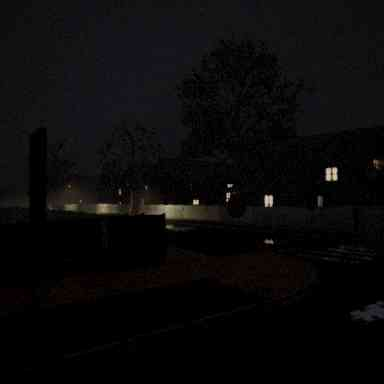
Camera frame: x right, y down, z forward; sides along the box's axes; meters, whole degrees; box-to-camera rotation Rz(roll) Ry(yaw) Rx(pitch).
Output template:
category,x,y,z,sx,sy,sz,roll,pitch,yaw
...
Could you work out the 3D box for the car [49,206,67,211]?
category,x,y,z,sx,sy,sz,roll,pitch,yaw
car,-19.013,2.706,46.791,2.033,1.411,5.357,1,-2,-35
